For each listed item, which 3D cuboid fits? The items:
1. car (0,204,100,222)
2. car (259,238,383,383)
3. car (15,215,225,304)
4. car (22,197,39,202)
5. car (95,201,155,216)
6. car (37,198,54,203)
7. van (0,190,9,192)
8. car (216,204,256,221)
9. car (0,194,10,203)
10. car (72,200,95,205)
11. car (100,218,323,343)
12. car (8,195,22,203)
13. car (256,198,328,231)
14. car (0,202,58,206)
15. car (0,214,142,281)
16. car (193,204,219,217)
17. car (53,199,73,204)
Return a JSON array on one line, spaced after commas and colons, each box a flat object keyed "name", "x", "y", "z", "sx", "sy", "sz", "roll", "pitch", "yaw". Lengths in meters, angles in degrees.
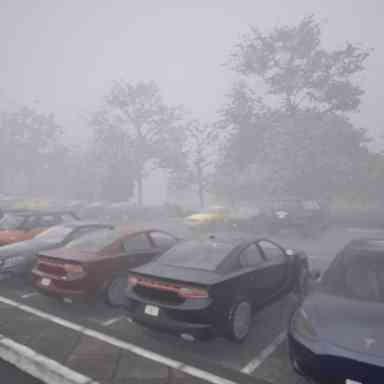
[{"name": "car", "x": -5.897, "y": 1.496, "z": 11.792, "sx": 2.185, "sy": 1.767, "sz": 4.553, "roll": 0, "pitch": 0, "yaw": 36}, {"name": "car", "x": 3.100, "y": 1.571, "z": 5.199, "sx": 2.163, "sy": 1.488, "sz": 4.792, "roll": -1, "pitch": -1, "yaw": 36}, {"name": "car", "x": -1.402, "y": 1.598, "z": 8.490, "sx": 2.097, "sy": 1.535, "sz": 5.008, "roll": 0, "pitch": 0, "yaw": 36}, {"name": "car", "x": -13.972, "y": 1.420, "z": 33.985, "sx": 1.946, "sy": 1.575, "sz": 5.366, "roll": 2, "pitch": 1, "yaw": 36}, {"name": "car", "x": -5.052, "y": 1.589, "z": 27.286, "sx": 2.231, "sy": 1.521, "sz": 4.892, "roll": 1, "pitch": 0, "yaw": 36}, {"name": "car", "x": -11.948, "y": 1.507, "z": 32.254, "sx": 2.163, "sy": 1.488, "sz": 4.792, "roll": 1, "pitch": 1, "yaw": 36}, {"name": "van", "x": -25.447, "y": 0.780, "z": 41.914, "sx": 1.878, "sy": 1.987, "sz": 4.442, "roll": 2, "pitch": 2, "yaw": 36}, {"name": "car", "x": 3.882, "y": 1.611, "z": 20.827, "sx": 2.097, "sy": 1.535, "sz": 5.008, "roll": 0, "pitch": 0, "yaw": 36}, {"name": "car", "x": -18.588, "y": 1.307, "z": 37.136, "sx": 2.163, "sy": 1.488, "sz": 4.792, "roll": 2, "pitch": 1, "yaw": 36}, {"name": "car", "x": -7.414, "y": 1.559, "z": 28.999, "sx": 2.097, "sy": 1.535, "sz": 5.008, "roll": 1, "pitch": 0, "yaw": 36}, {"name": "car", "x": 0.857, "y": 1.574, "z": 6.854, "sx": 2.097, "sy": 1.535, "sz": 5.008, "roll": -1, "pitch": 0, "yaw": 36}, {"name": "car", "x": -16.235, "y": 1.352, "z": 35.625, "sx": 1.946, "sy": 1.575, "sz": 5.366, "roll": 2, "pitch": 1, "yaw": 36}, {"name": "car", "x": 6.153, "y": 1.344, "z": 19.210, "sx": 2.435, "sy": 2.045, "sz": 5.566, "roll": 0, "pitch": 0, "yaw": 36}, {"name": "car", "x": -8.148, "y": 1.495, "z": 13.423, "sx": 2.185, "sy": 1.767, "sz": 4.553, "roll": 0, "pitch": 0, "yaw": 36}, {"name": "car", "x": -3.656, "y": 1.654, "z": 10.133, "sx": 2.002, "sy": 1.452, "sz": 4.674, "roll": -1, "pitch": 0, "yaw": 36}, {"name": "car", "x": 1.511, "y": 1.615, "z": 22.309, "sx": 1.946, "sy": 1.575, "sz": 5.366, "roll": 0, "pitch": 0, "yaw": 36}, {"name": "car", "x": -9.673, "y": 1.522, "z": 30.636, "sx": 2.097, "sy": 1.535, "sz": 5.008, "roll": 1, "pitch": 1, "yaw": 36}]
